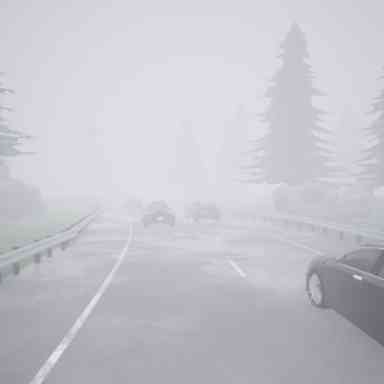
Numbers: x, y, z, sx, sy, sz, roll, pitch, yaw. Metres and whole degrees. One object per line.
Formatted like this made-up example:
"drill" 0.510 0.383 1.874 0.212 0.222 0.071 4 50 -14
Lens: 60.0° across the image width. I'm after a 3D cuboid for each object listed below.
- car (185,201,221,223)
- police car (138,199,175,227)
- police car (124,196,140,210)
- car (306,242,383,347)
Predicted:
"car" 0.710 1.388 24.774 2.128 1.511 4.902 0 0 -12
"police car" -2.349 1.421 22.364 2.038 1.542 4.974 0 0 -11
"police car" -7.180 1.283 40.462 1.930 1.638 5.238 0 0 -17
"car" 3.324 1.473 4.916 1.837 1.490 4.892 0 0 -3
